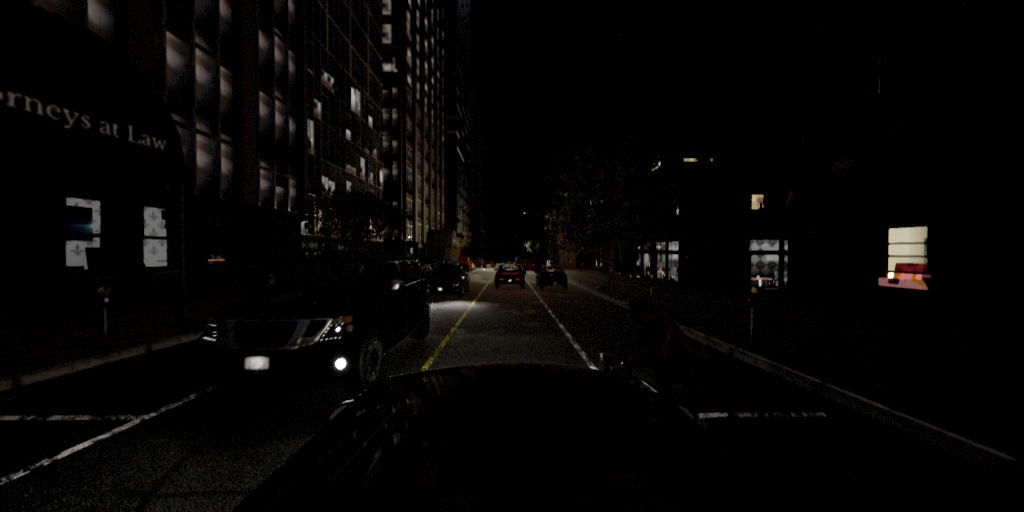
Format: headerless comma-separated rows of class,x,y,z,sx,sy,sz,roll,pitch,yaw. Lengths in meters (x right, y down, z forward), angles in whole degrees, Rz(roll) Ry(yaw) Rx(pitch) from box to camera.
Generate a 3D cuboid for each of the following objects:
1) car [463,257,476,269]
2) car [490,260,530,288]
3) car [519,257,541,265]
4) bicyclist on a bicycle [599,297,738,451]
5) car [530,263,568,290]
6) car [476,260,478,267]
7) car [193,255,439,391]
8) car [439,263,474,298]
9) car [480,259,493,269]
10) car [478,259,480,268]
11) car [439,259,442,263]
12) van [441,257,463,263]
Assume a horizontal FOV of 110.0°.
car,-6.191,1.102,45.581,2.192,1.841,5.009,0,0,-1
car,-0.150,1.266,23.935,2.128,1.511,4.902,0,0,-1
car,2.253,1.106,40.133,2.192,1.841,5.009,0,0,-1
bicyclist on a bicycle,1.396,1.224,3.483,1.656,1.620,0.582,2,1,-1
car,2.464,1.326,22.795,2.007,1.370,4.403,0,0,-1
car,-6.253,1.318,50.946,1.751,1.417,4.829,0,0,-1
car,-3.157,0.979,7.162,2.150,2.045,5.566,0,0,-1
car,-3.278,1.272,18.653,1.837,1.490,4.892,0,0,-1
car,-3.726,1.327,58.338,1.812,1.442,4.674,0,0,0
car,-6.383,1.347,62.184,1.888,1.381,4.507,0,0,-1
car,-5.940,1.207,22.716,1.967,1.591,4.097,0,0,-1
van,-6.064,1.119,34.512,1.690,1.789,3.998,0,0,-1
